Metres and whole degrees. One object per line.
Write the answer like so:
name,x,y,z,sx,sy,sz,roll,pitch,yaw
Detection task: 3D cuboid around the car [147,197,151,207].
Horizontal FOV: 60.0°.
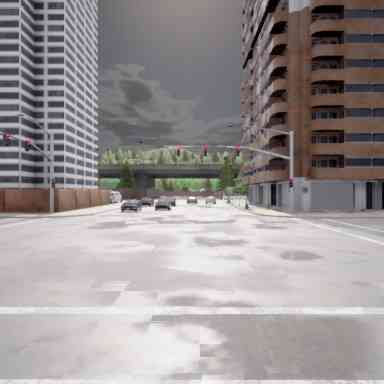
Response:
car,-7.066,1.547,52.139,2.033,1.411,5.357,0,0,0

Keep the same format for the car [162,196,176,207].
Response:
car,-3.560,1.477,52.604,1.882,1.535,5.008,0,0,0

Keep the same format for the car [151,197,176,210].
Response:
car,-3.583,1.547,42.327,2.033,1.411,5.357,0,0,0

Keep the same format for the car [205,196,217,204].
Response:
car,3.523,1.525,63.187,1.812,1.442,4.674,0,0,0

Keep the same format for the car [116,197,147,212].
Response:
car,-7.085,1.547,39.458,2.033,1.411,5.357,0,0,0

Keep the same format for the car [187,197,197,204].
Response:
car,0.023,1.564,63.186,1.994,1.385,4.181,0,0,0
